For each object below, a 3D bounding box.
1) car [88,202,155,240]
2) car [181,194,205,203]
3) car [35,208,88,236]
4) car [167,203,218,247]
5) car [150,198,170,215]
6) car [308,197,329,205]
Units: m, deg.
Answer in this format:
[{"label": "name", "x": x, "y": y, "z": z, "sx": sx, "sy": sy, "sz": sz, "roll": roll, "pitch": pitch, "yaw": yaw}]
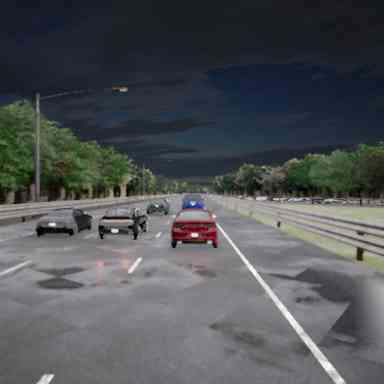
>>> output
[{"label": "car", "x": -3.402, "y": 1.500, "z": 17.099, "sx": 2.128, "sy": 1.511, "sz": 4.902, "roll": 0, "pitch": 0, "yaw": 0}, {"label": "car", "x": 0.095, "y": 1.249, "z": 34.019, "sx": 2.150, "sy": 2.045, "sz": 5.566, "roll": 0, "pitch": 0, "yaw": 0}, {"label": "car", "x": -6.896, "y": 1.564, "z": 18.444, "sx": 1.994, "sy": 1.385, "sz": 4.181, "roll": 0, "pitch": 0, "yaw": 0}, {"label": "car", "x": 0.098, "y": 1.484, "z": 15.097, "sx": 1.882, "sy": 1.535, "sz": 5.008, "roll": 0, "pitch": 0, "yaw": 0}, {"label": "car", "x": -3.404, "y": 1.380, "z": 34.471, "sx": 2.097, "sy": 1.767, "sz": 4.553, "roll": 0, "pitch": 0, "yaw": 0}, {"label": "car", "x": 26.212, "y": 1.775, "z": 69.033, "sx": 1.882, "sy": 1.535, "sz": 5.008, "roll": 0, "pitch": 0, "yaw": -23}]
